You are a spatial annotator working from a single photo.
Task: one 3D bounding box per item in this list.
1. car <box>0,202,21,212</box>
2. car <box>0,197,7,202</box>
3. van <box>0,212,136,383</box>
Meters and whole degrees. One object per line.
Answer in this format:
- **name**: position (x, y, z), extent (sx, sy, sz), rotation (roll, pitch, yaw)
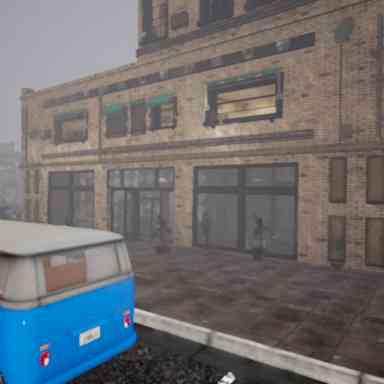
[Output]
- **car**: position (-15.793, 1.832, 30.978), extent (1.947, 1.339, 4.313), rotation (0, 0, 36)
- **car**: position (-22.553, 1.460, 35.927), extent (2.192, 1.841, 5.009), rotation (0, 0, 36)
- **van**: position (-2.628, 1.346, 4.726), extent (3.998, 1.788, 1.690), rotation (0, 1, 35)
